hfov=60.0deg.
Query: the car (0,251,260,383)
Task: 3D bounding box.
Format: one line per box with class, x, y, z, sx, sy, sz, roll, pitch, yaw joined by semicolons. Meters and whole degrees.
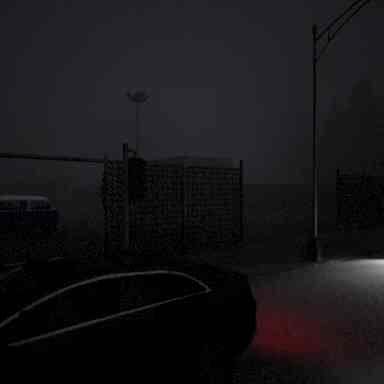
car;-1.387;1.491;3.591;4.902;1.511;2.128;0;0;-37
